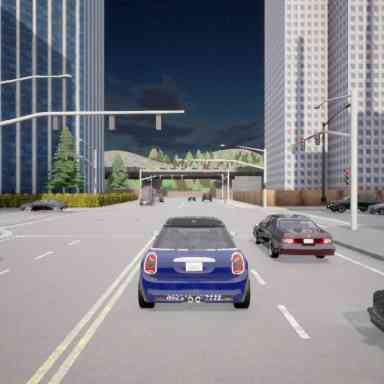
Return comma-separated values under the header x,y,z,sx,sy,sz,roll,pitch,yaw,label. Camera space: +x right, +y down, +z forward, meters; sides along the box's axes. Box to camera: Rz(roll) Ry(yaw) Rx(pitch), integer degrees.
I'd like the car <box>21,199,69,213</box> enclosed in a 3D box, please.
x,y,z,sx,sy,sz,roll,pitch,yaw,label
-15.957,1.491,36.211,4.902,1.511,2.128,0,0,-4,car

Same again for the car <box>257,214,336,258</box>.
x,y,z,sx,sy,sz,roll,pitch,yaw,label
3.604,1.547,12.688,2.033,1.411,5.357,0,0,1,car

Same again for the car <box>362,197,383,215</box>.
x,y,z,sx,sy,sz,roll,pitch,yaw,label
20.003,1.526,33.134,4.674,1.442,1.812,0,0,0,car

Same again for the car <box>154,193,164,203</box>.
x,y,z,sx,sy,sz,roll,pitch,yaw,label
-7.041,1.220,68.306,2.150,2.045,5.566,0,0,0,car

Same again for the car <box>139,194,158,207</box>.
x,y,z,sx,sy,sz,roll,pitch,yaw,label
-7.120,1.491,52.454,2.128,1.511,4.902,0,0,0,car

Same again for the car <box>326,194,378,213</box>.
x,y,z,sx,sy,sz,roll,pitch,yaw,label
17.825,1.221,36.667,5.566,2.045,2.150,0,0,0,car

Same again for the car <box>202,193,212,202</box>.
x,y,z,sx,sy,sz,roll,pitch,yaw,label
3.460,1.203,77.780,2.150,2.045,5.566,0,0,0,car

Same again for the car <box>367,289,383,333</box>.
x,y,z,sx,sy,sz,roll,pitch,yaw,label
3.600,1.547,2.620,2.033,1.411,5.357,0,0,0,car

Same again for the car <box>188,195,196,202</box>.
x,y,z,sx,sy,sz,roll,pitch,yaw,label
-0.040,1.501,77.749,1.812,1.442,4.674,0,0,0,car

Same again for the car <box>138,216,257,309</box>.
x,y,z,sx,sy,sz,roll,pitch,yaw,label
0.055,1.352,8.059,2.097,1.767,4.553,0,0,0,car
